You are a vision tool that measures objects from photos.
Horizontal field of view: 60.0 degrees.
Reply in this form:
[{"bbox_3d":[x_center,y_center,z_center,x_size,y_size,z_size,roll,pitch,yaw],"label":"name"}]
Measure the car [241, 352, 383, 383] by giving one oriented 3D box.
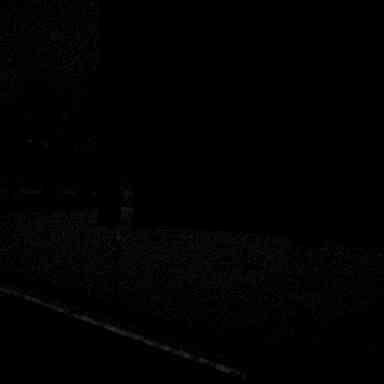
[{"bbox_3d":[2.128,1.557,1.436,4.403,1.369,2.008,0,1,36],"label":"car"}]
